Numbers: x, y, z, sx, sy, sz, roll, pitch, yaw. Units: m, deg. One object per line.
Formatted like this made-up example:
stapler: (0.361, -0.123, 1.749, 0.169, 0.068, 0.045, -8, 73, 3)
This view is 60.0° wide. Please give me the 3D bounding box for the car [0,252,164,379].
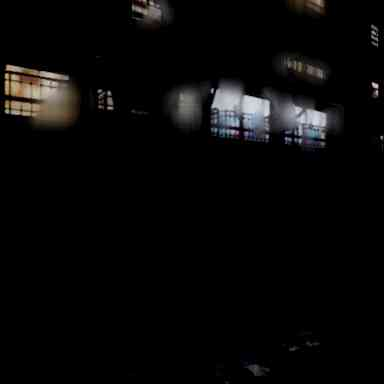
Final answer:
car: (-2.429, 1.567, 4.377, 4.313, 1.339, 1.947, 0, -1, -36)
